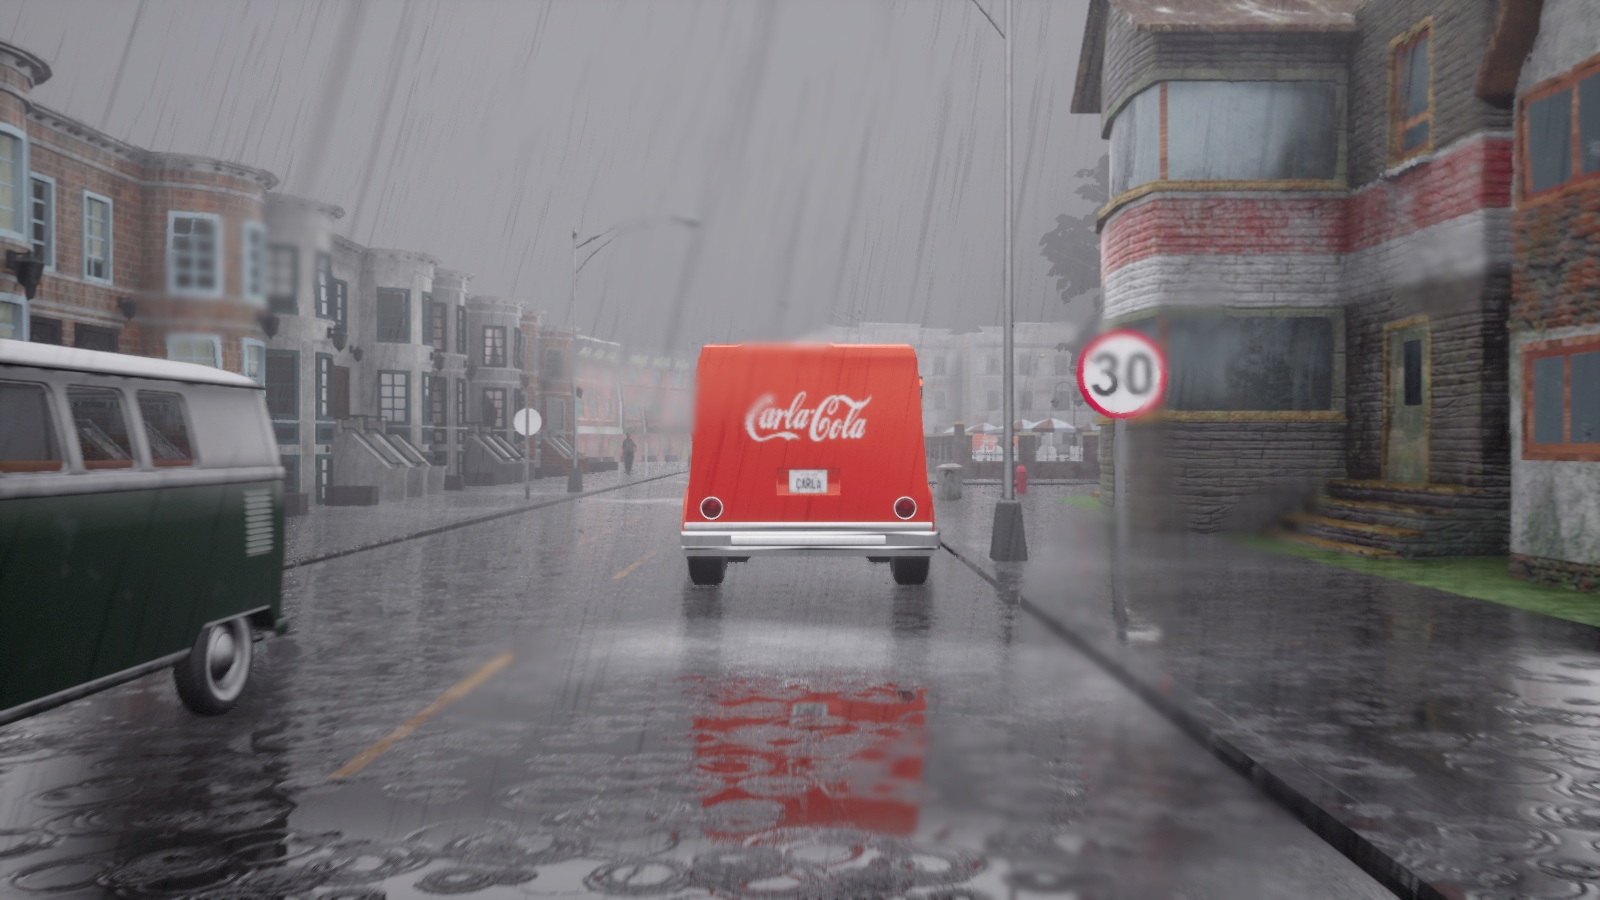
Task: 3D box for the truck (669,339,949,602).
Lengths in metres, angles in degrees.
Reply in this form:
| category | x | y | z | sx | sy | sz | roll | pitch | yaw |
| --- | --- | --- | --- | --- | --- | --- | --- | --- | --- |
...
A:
| category | x | y | z | sx | sy | sz | roll | pitch | yaw |
| --- | --- | --- | --- | --- | --- | --- | --- | --- | --- |
| truck | 0.095 | 0.176 | 14.381 | 2.627 | 2.467 | 5.204 | 0 | 0 | 0 |

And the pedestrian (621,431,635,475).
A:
| category | x | y | z | sx | sy | sz | roll | pitch | yaw |
| --- | --- | --- | --- | --- | --- | --- | --- | --- | --- |
| pedestrian | -7.354 | 0.135 | 53.675 | 0.540 | 1.848 | 0.694 | 0 | 0 | -6 |

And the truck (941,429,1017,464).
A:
| category | x | y | z | sx | sy | sz | roll | pitch | yaw |
| --- | --- | --- | --- | --- | --- | --- | --- | --- | --- |
| truck | 12.967 | -0.262 | 91.204 | 5.204 | 2.467 | 2.627 | 0 | 0 | 0 |

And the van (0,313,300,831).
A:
| category | x | y | z | sx | sy | sz | roll | pitch | yaw |
| --- | --- | --- | --- | --- | --- | --- | --- | --- | --- |
| van | -3.955 | 0.464 | 5.461 | 1.775 | 1.987 | 4.442 | 0 | 0 | 0 |
